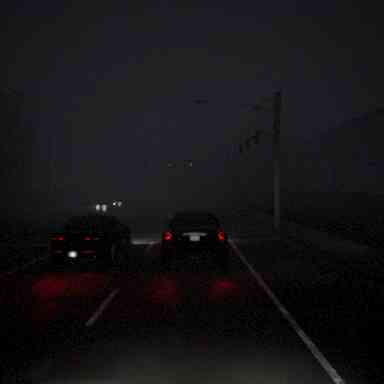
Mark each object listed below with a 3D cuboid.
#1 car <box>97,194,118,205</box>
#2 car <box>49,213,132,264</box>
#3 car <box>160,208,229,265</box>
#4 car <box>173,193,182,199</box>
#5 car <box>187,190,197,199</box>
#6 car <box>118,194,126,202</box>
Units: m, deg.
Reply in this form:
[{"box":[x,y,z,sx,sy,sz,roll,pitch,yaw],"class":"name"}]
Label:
[{"box":[-14.038,1.238,54.233,2.128,1.511,4.902,0,0,0],"class":"car"},{"box":[-3.412,1.534,11.952,1.837,1.490,4.892,0,0,0],"class":"car"},{"box":[0.088,1.380,11.946,2.097,1.767,4.553,0,0,0],"class":"car"},{"box":[-3.519,0.889,79.851,1.882,1.535,5.008,0,0,0],"class":"car"},{"box":[-0.019,0.636,79.880,2.150,2.045,5.566,0,0,0],"class":"car"},{"box":[-14.033,1.159,64.128,2.128,1.511,4.902,0,1,0],"class":"car"}]
